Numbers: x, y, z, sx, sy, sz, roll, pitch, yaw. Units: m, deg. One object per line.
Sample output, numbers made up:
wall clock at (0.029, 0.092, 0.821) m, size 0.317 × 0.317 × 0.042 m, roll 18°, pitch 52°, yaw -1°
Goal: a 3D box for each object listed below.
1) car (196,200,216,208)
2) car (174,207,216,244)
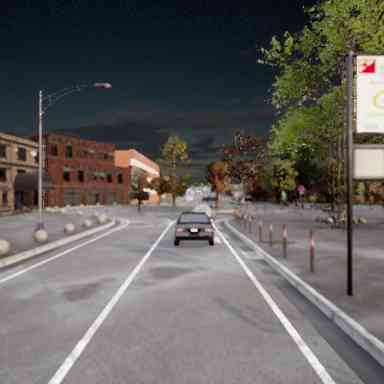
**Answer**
car at (1.163, 1.802, 30.929) m, size 1.812 × 1.442 × 4.674 m, roll 0°, pitch 0°, yaw 10°
car at (0.088, 1.669, 16.347) m, size 2.033 × 1.411 × 5.357 m, roll 0°, pitch -1°, yaw 0°
